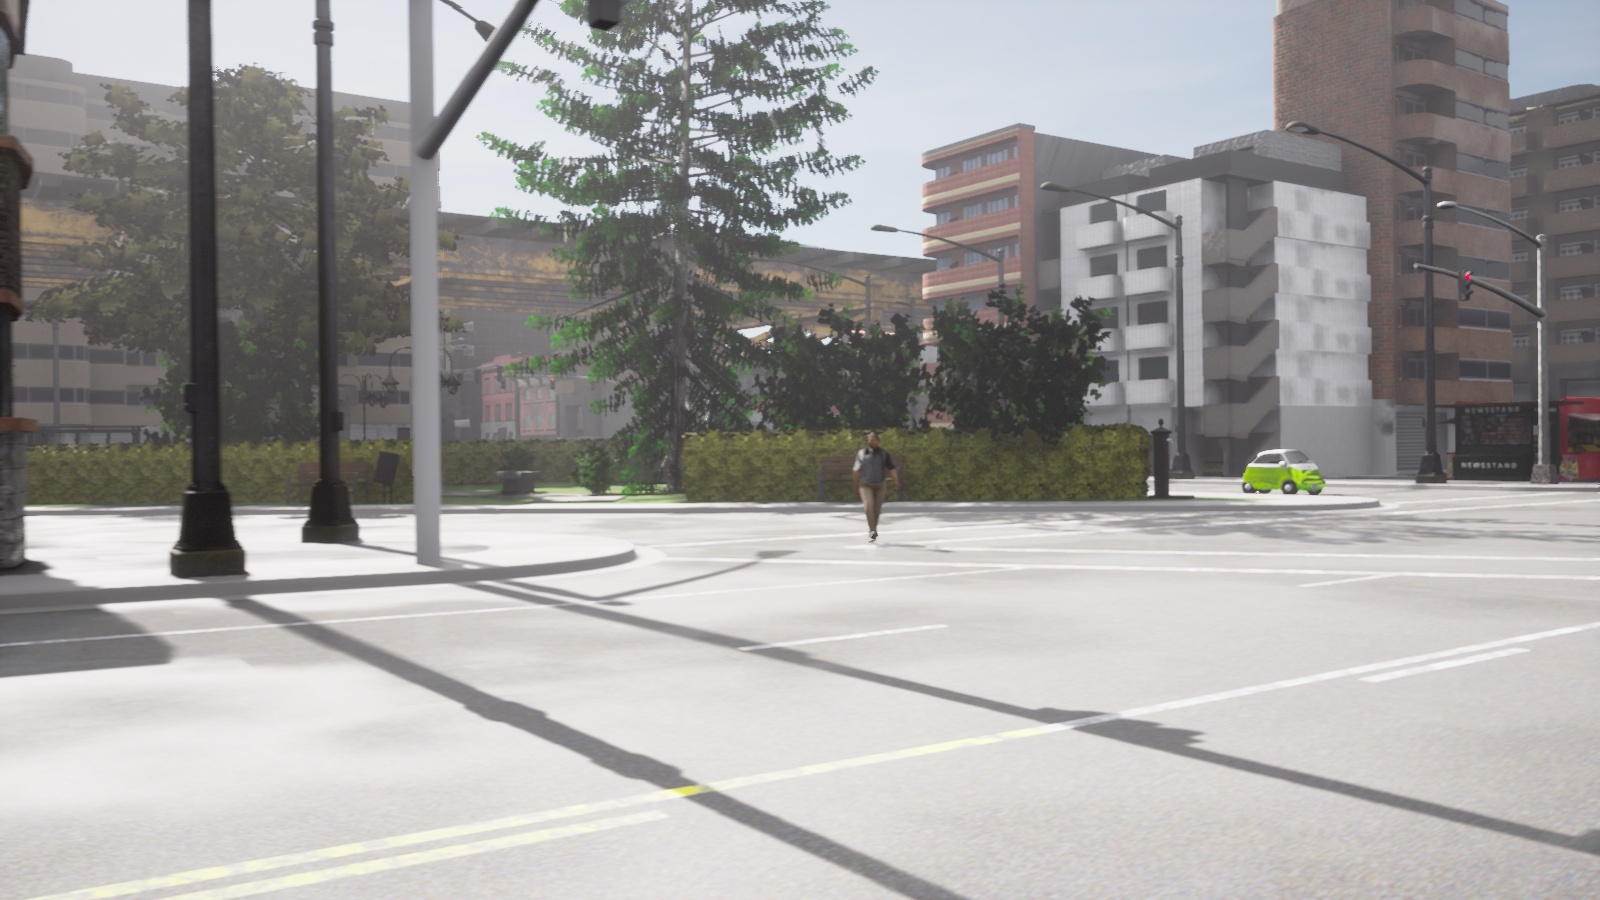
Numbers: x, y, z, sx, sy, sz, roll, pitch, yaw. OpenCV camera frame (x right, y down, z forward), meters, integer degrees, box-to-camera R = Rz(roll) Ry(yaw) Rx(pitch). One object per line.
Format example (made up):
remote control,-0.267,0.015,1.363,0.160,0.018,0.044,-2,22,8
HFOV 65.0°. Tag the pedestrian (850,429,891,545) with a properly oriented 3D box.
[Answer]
pedestrian,1.145,0.586,20.386,0.540,1.848,0.694,-1,0,-5

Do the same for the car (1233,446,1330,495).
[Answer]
car,14.359,0.605,37.490,1.481,1.376,2.207,-1,0,-34
